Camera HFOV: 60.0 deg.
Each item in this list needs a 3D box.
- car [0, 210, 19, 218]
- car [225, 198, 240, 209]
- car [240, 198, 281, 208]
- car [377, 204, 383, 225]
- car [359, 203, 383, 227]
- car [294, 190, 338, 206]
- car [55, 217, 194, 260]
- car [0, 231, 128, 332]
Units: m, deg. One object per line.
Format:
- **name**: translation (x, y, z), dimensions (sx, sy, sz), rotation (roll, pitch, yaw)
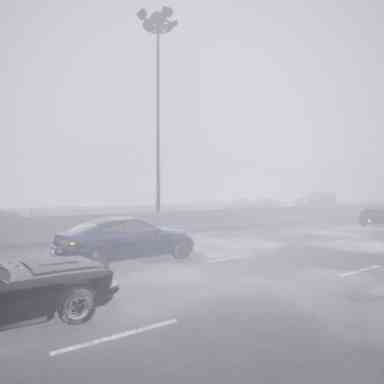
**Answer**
- **car**: translation (-13.401, 1.567, 20.227), dimensions (5.357, 1.411, 2.033), rotation (0, 0, -36)
- **car**: translation (6.318, 1.525, 42.907), dimensions (4.674, 1.442, 1.812), rotation (0, 0, -35)
- **car**: translation (8.610, 1.475, 40.240), dimensions (5.008, 1.535, 1.882), rotation (0, 0, -36)
- **car**: translation (11.344, 1.466, 16.213), dimensions (5.008, 1.535, 1.882), rotation (0, 0, -36)
- **car**: translation (12.652, 1.493, 21.463), dimensions (4.892, 1.490, 1.837), rotation (0, 0, -36)
- **car**: translation (13.072, 0.829, 34.820), dimensions (5.566, 2.045, 2.150), rotation (0, 0, -36)
- **car**: translation (-2.110, 1.530, 10.854), dimensions (4.674, 1.442, 1.812), rotation (0, 0, -36)
- **car**: translation (-3.675, 1.606, 5.420), dimensions (4.718, 1.301, 1.895), rotation (0, 0, -36)
